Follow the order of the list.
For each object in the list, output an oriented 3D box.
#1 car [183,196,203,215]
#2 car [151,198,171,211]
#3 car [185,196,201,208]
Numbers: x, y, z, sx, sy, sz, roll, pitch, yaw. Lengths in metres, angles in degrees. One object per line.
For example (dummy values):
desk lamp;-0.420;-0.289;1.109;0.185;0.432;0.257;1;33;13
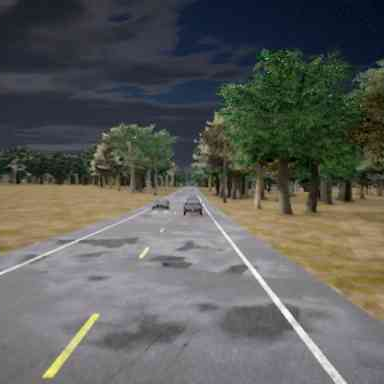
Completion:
car;0.085;1.422;32.753;2.128;1.511;4.902;0;1;0
car;-3.599;1.427;39.272;1.994;1.385;4.181;0;1;0
car;0.084;1.305;46.171;2.033;1.411;5.357;0;1;0
